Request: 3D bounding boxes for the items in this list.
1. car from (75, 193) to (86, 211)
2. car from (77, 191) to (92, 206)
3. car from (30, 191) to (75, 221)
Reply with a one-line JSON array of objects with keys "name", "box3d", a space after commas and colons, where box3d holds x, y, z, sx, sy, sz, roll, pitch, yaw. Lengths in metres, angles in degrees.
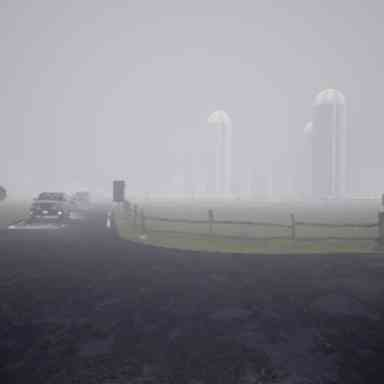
[{"name": "car", "box3d": [-12.957, 1.214, 35.421, 2.128, 1.511, 4.902, 1, 0, -12]}, {"name": "car", "box3d": [-15.377, 0.892, 46.973, 2.150, 2.045, 5.566, 1, 0, -11]}, {"name": "car", "box3d": [-10.614, 0.993, 25.308, 2.150, 2.045, 5.566, 1, 0, -13]}]
